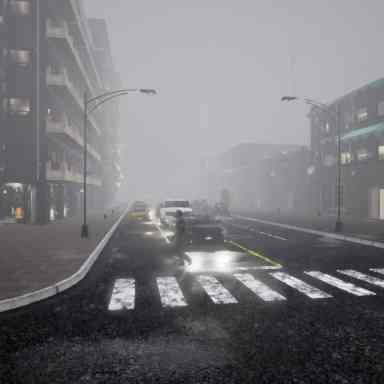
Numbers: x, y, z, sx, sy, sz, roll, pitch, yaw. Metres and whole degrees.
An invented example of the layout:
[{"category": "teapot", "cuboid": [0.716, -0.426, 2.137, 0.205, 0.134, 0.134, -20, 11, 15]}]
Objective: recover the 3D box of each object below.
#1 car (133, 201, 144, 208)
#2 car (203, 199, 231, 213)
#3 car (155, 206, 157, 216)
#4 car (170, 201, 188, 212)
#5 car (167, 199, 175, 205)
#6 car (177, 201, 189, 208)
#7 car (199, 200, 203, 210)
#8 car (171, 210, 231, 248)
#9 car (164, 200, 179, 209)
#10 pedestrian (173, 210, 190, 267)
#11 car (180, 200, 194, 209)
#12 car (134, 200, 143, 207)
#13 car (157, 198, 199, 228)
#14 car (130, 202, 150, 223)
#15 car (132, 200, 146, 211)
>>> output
[{"category": "car", "cuboid": [-10.098, 2.323, 62.961, 1.947, 1.339, 4.313, -1, -1, -9]}, {"category": "car", "cuboid": [2.831, 1.875, 36.305, 1.967, 1.590, 4.097, -1, -1, -9]}, {"category": "car", "cuboid": [-2.878, 1.899, 35.373, 1.882, 1.535, 5.008, 0, -1, -9]}, {"category": "car", "cuboid": [-2.022, 2.089, 49.695, 2.128, 1.511, 4.902, 0, -1, -9]}, {"category": "car", "cuboid": [-5.564, 2.583, 86.873, 1.752, 1.417, 4.829, -1, -1, -9]}, {"category": "car", "cuboid": [-1.826, 2.359, 64.302, 1.802, 1.307, 4.206, -1, -1, -9]}, {"category": "car", "cuboid": [1.884, 2.085, 41.899, 1.802, 1.307, 4.206, -1, -1, -9]}, {"category": "car", "cuboid": [0.368, 1.748, 15.676, 1.994, 1.385, 4.181, 0, -1, -9]}, {"category": "car", "cuboid": [-3.709, 2.213, 59.852, 2.128, 1.511, 4.902, 0, -1, -9]}, {"category": "pedestrian", "cuboid": [-0.375, 1.414, 10.430, 0.375, 1.860, 0.375, -1, 0, -9]}, {"category": "car", "cuboid": [-0.927, 2.236, 58.870, 1.752, 1.417, 4.829, -1, -1, -9]}, {"category": "car", "cuboid": [-11.026, 2.371, 68.562, 1.887, 1.381, 4.507, -1, -1, -9]}, {"category": "car", "cuboid": [-1.187, 1.518, 25.072, 2.150, 2.045, 5.566, 0, -1, -9]}, {"category": "car", "cuboid": [-4.579, 1.870, 29.177, 1.752, 1.417, 4.829, -1, -1, -9]}, {"category": "car", "cuboid": [-8.250, 2.060, 51.760, 1.967, 1.590, 4.097, -1, -1, -9]}]
